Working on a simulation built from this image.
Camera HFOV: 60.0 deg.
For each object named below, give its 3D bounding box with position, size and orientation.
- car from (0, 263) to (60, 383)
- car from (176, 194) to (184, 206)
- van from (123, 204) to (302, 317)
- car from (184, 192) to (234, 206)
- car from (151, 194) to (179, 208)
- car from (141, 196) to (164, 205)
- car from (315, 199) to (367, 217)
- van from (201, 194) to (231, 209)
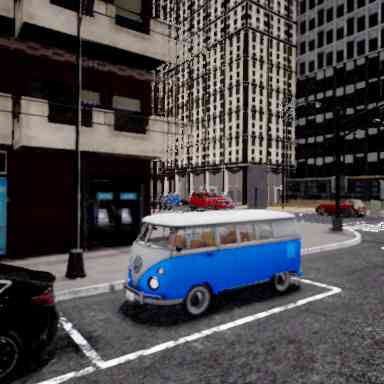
[{"bbox_3d":[-3.800,1.573,3.792,4.313,1.339,1.947,-1,1,-35],"label":"car"},{"bbox_3d":[-0.230,1.383,47.413,2.008,1.369,4.403,1,0,-35],"label":"car"},{"bbox_3d":[0.614,1.309,7.143,3.998,1.788,1.690,-1,1,-35],"label":"van"},{"bbox_3d":[1.920,0.999,34.388,2.150,2.045,5.566,1,0,-35],"label":"car"},{"bbox_3d":[-3.794,1.289,37.957,2.008,1.369,4.403,1,0,-35],"label":"car"},{"bbox_3d":[-6.770,1.386,56.625,1.947,1.339,4.313,1,0,-35],"label":"car"},{"bbox_3d":[12.849,1.304,28.989,1.967,1.590,4.097,1,0,-35],"label":"car"},{"bbox_3d":[3.042,1.181,42.808,1.690,1.788,3.998,1,0,-35],"label":"van"}]
